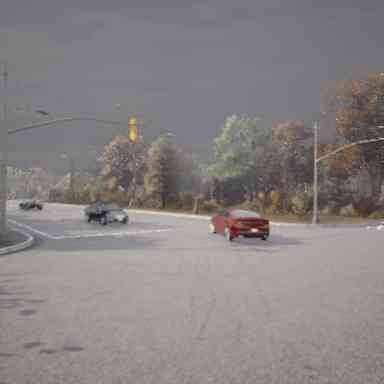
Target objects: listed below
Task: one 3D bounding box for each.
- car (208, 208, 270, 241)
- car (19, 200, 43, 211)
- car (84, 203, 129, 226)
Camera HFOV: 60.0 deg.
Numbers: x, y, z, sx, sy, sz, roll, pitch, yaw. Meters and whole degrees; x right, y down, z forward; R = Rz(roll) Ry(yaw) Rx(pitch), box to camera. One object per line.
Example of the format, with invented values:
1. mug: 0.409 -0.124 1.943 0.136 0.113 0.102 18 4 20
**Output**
1. car: 2.323 1.585 17.379 1.882 1.535 5.008 1 -1 -11
2. car: -20.232 1.699 41.852 1.895 1.301 4.718 1 -1 -39
3. car: -6.298 1.570 24.291 2.128 1.511 4.902 1 0 -38
